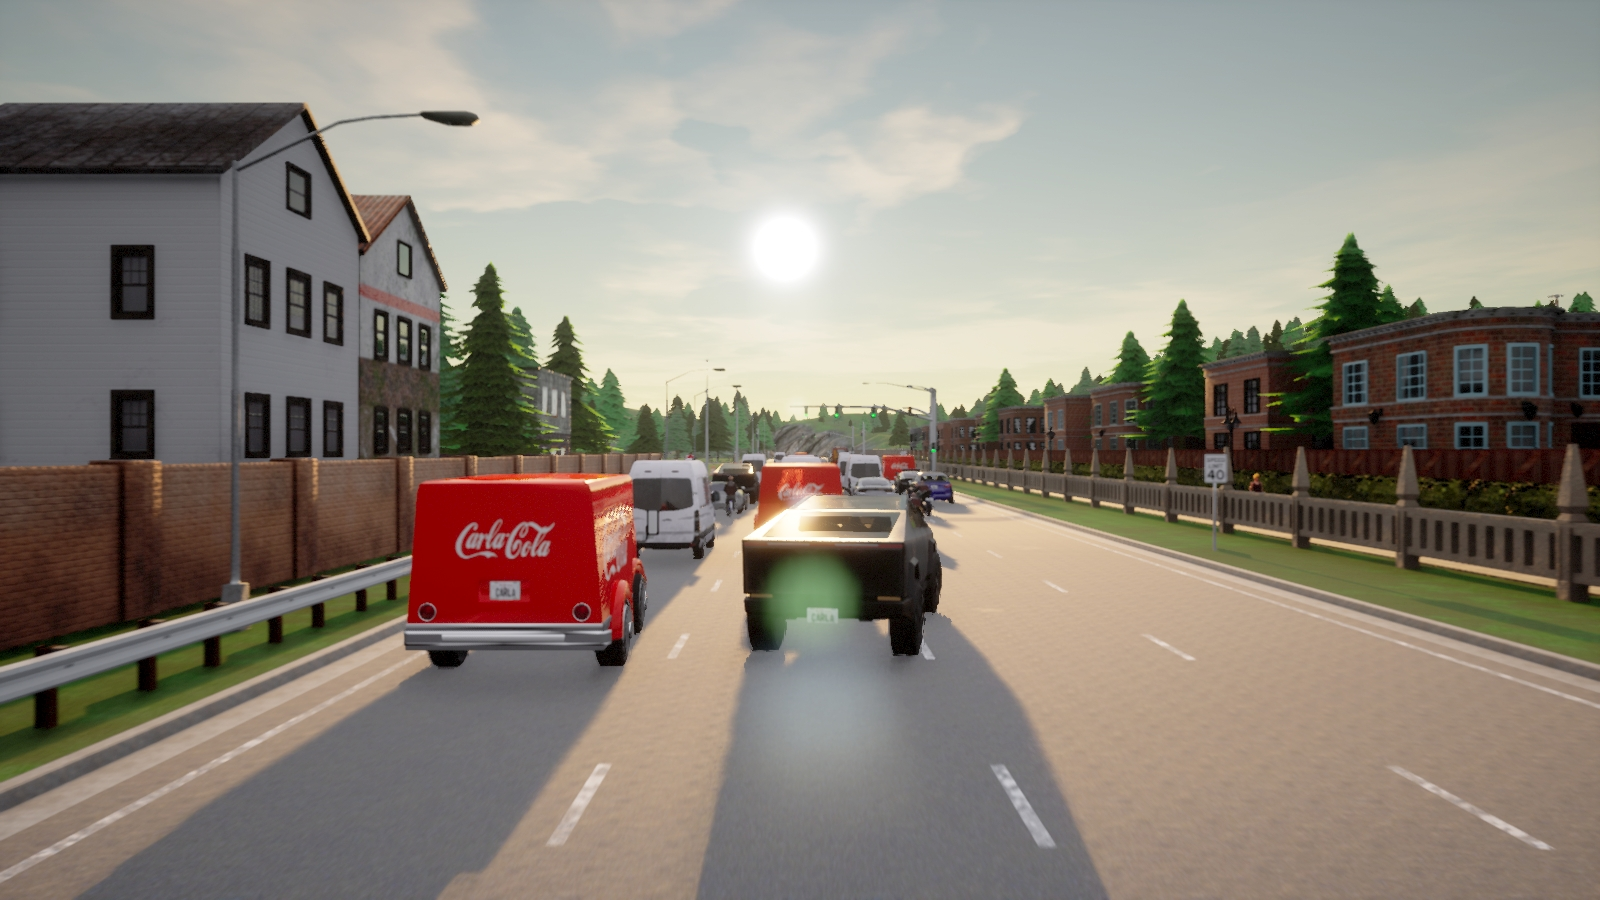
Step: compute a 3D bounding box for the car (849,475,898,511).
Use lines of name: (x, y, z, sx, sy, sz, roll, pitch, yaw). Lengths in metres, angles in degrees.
car: (3.545, 2.071, 55.846, 2.097, 1.535, 5.006, 0, 0, 0)

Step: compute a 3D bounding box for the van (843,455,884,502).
van: (3.576, 1.577, 65.486, 1.988, 2.561, 5.915, 0, 0, 0)

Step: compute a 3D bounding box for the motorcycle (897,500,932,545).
motorcycle: (3.533, 2.228, 35.418, 0.867, 1.251, 2.209, 0, 0, 0)

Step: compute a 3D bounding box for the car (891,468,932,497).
car: (7.059, 2.030, 72.557, 2.097, 1.638, 5.238, 0, 0, 0)

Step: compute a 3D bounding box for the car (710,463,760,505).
car: (-3.449, 1.794, 61.923, 2.390, 2.098, 6.274, 0, 0, 0)

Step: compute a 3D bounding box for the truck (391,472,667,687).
truck: (-3.487, 1.574, 16.032, 2.627, 2.467, 5.204, 0, 0, 0)

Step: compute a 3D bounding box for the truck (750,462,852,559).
truck: (0.026, 1.589, 32.261, 2.627, 2.467, 5.204, 0, 0, 0)

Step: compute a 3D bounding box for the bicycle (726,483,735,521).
bicycle: (-2.841, 2.091, 46.634, 0.329, 1.471, 1.835, 0, 0, -5)

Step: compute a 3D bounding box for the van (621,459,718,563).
van: (-3.479, 1.555, 31.551, 1.988, 2.561, 5.915, 0, 0, 0)

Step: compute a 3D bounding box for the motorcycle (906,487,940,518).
motorcycle: (5.293, 2.237, 49.258, 0.867, 1.251, 2.209, 0, 0, -10)

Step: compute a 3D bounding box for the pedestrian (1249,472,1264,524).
pedestrian: (16.431, 1.729, 41.115, 0.375, 1.860, 0.375, 0, 0, 0)

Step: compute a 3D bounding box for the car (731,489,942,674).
car: (0.828, 1.765, 17.632, 2.390, 2.098, 6.274, 0, 0, 10)

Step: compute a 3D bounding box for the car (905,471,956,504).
car: (7.049, 2.008, 62.121, 2.242, 1.667, 4.611, 0, 0, 0)

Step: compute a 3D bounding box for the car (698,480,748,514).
car: (-3.504, 2.154, 52.601, 1.994, 1.385, 4.181, 0, 0, 0)
